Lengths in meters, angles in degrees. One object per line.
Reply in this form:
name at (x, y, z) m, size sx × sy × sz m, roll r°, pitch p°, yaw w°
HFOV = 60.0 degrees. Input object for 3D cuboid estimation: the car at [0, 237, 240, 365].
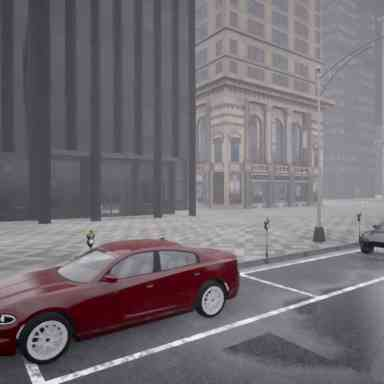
car at (-1.166, 1.544, 5.821) m, size 4.507 × 1.381 × 1.887 m, roll 0°, pitch 0°, yaw -36°

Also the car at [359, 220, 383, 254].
car at (8.013, 1.564, 12.380) m, size 4.313 × 1.339 × 1.947 m, roll 0°, pitch 0°, yaw -36°
